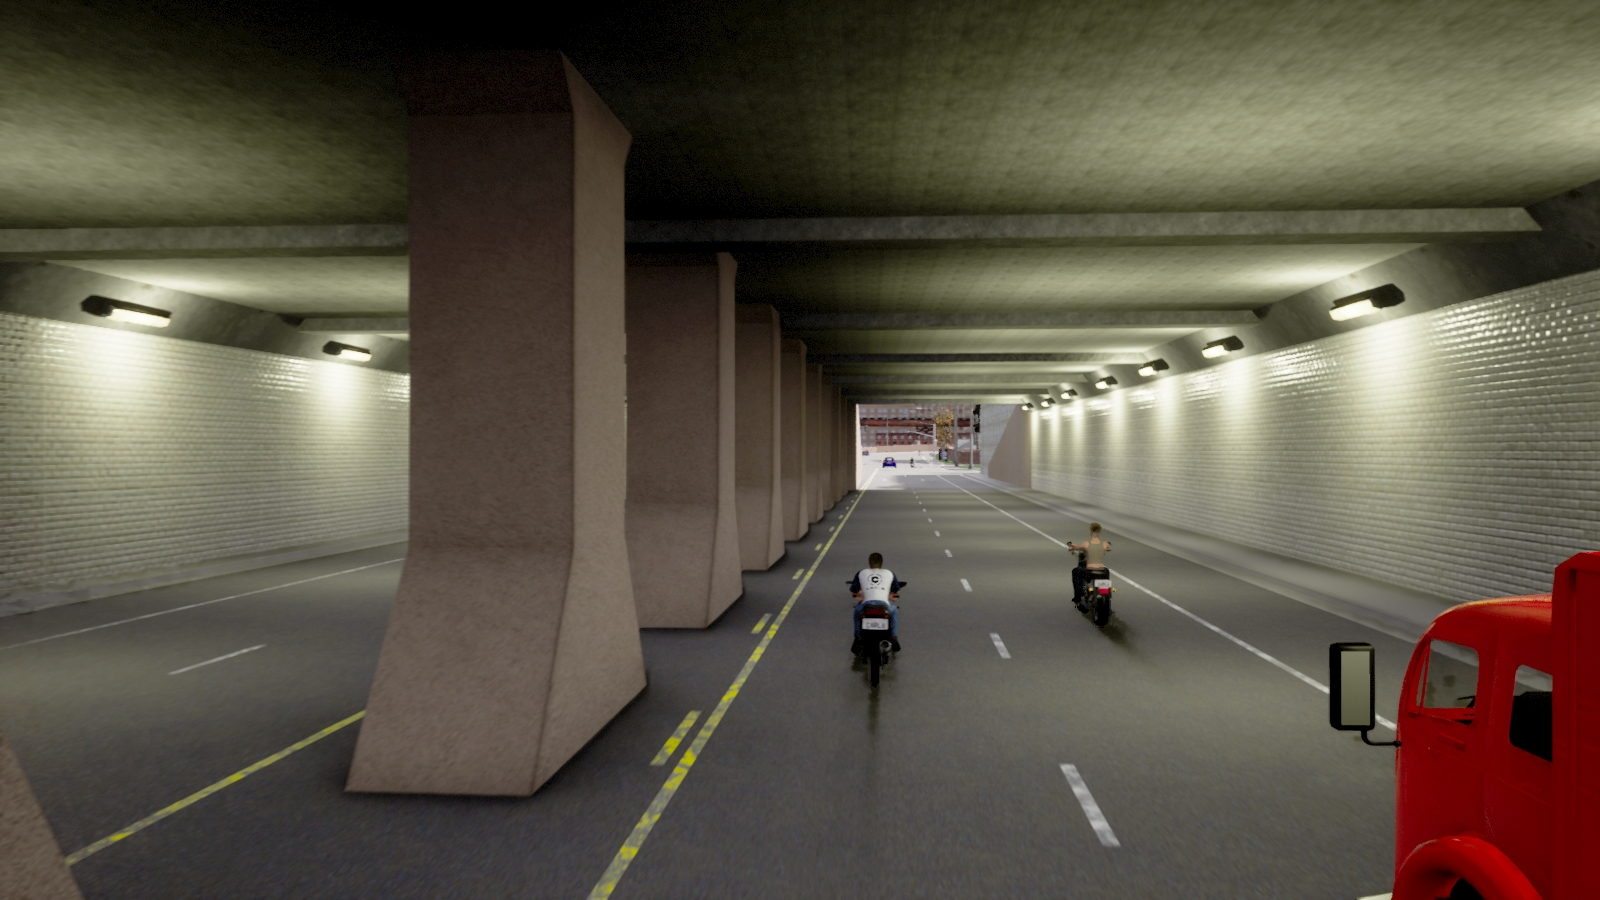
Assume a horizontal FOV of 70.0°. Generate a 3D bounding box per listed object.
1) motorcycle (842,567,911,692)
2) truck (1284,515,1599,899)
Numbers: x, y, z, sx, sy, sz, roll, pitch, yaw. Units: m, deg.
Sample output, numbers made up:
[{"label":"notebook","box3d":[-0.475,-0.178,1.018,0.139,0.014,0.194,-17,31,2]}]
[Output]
[{"label":"motorcycle","box3d":[0.960,2.174,14.198,0.803,1.224,2.033,0,0,4]},{"label":"truck","box3d":[3.685,1.568,3.247,2.627,2.467,5.204,0,0,3]}]
